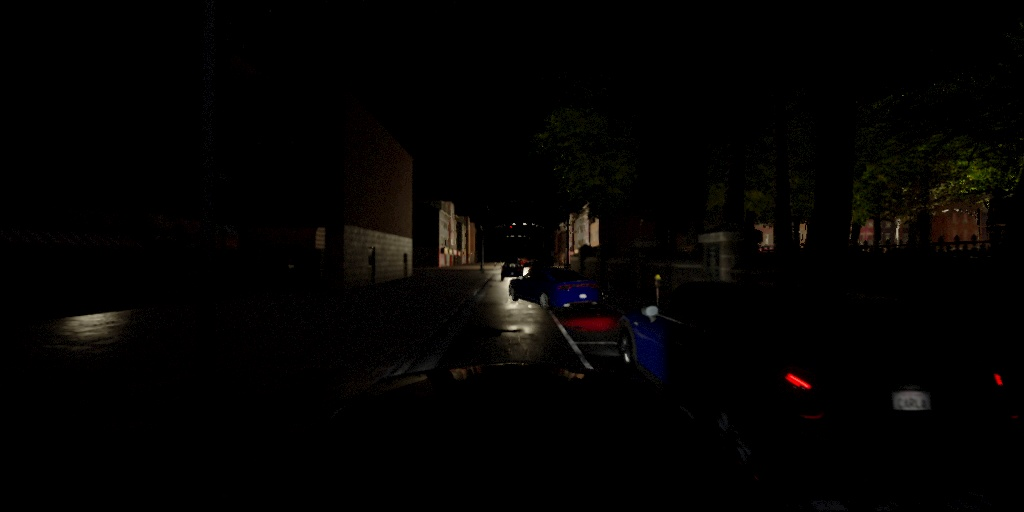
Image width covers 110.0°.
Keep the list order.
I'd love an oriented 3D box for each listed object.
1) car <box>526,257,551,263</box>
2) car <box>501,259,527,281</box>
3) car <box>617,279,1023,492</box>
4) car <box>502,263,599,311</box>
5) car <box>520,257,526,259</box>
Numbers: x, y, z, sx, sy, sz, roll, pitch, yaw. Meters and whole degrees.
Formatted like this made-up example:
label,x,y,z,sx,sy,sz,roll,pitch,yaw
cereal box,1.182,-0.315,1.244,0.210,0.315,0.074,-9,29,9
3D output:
label,x,y,z,sx,sy,sz,roll,pitch,yaw
car,2.621,1.075,32.706,2.192,1.841,5.009,0,0,0
car,0.047,1.236,30.519,1.882,1.535,5.008,0,0,0
car,2.986,1.101,4.809,2.097,1.767,4.553,0,0,0
car,1.483,1.225,14.628,1.882,1.535,5.008,-1,0,-23
car,2.606,1.356,59.135,1.888,1.381,4.507,0,0,0
